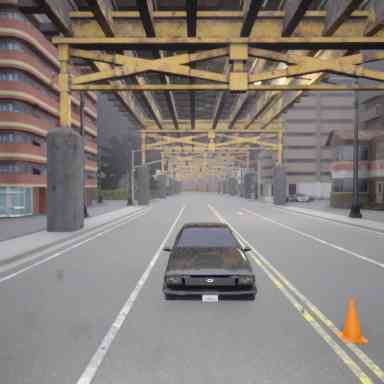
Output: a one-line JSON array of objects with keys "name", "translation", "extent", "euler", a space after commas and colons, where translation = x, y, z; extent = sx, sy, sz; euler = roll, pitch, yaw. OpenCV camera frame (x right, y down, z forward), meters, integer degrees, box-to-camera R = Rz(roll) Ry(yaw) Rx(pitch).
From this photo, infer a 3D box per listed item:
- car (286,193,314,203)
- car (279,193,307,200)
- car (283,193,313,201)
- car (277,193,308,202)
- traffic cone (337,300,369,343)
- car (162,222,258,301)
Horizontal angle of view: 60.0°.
[{"name": "car", "translation": [17.481, 1.005, 54.813], "extent": [4.974, 1.542, 2.038], "euler": [0, 1, -20]}, {"name": "car", "translation": [17.878, 0.800, 58.946], "extent": [4.536, 1.218, 1.853], "euler": [0, 1, 25]}, {"name": "car", "translation": [17.530, 0.847, 54.829], "extent": [4.536, 1.218, 1.853], "euler": [0, 1, -20]}, {"name": "car", "translation": [17.830, 0.958, 58.970], "extent": [4.974, 1.542, 2.038], "euler": [0, 1, 25]}, {"name": "traffic cone", "translation": [2.455, 1.949, 5.097], "extent": [0.340, 0.580, 0.340], "euler": [0, 0, 0]}, {"name": "car", "translation": [0.364, 1.533, 8.705], "extent": [2.033, 1.411, 5.357], "euler": [0, 0, 1]}]
